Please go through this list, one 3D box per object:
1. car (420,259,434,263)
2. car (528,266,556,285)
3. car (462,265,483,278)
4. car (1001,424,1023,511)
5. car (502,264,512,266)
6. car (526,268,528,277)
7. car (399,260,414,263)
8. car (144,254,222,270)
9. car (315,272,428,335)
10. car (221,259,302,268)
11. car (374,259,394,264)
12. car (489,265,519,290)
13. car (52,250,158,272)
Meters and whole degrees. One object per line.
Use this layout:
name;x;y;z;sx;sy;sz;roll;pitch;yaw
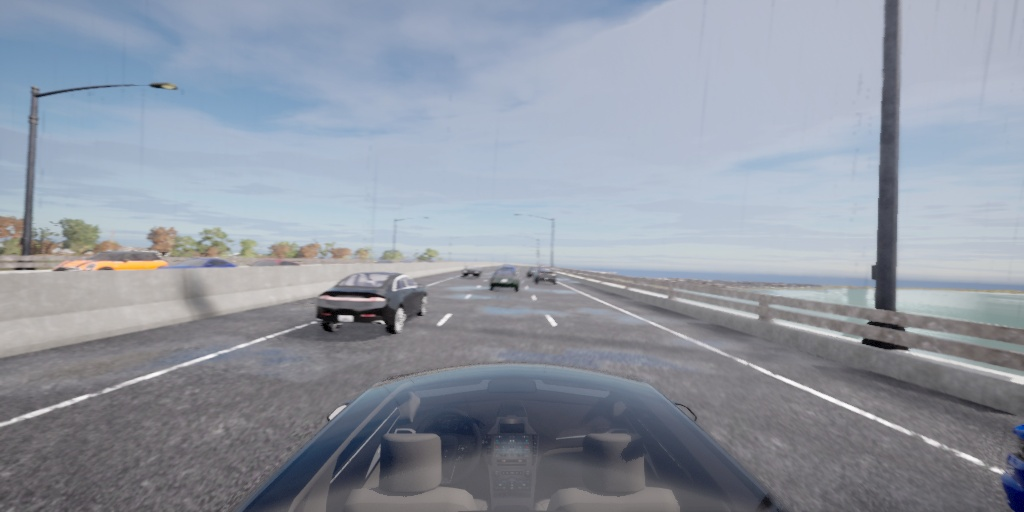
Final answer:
car;-14.716;1.350;62.240;2.097;1.767;4.553;2;-1;1
car;2.892;1.738;32.570;2.128;1.511;4.902;2;-1;0
car;-4.142;1.660;38.354;1.895;1.301;4.718;2;-1;0
car;4.598;1.387;0.498;1.882;1.535;5.008;2;-1;-2
car;-0.664;1.800;48.093;1.882;1.535;5.008;2;-1;0
car;2.809;1.958;43.719;1.994;1.385;4.181;2;-1;0
car;-18.211;1.414;62.209;2.033;1.411;5.357;2;-1;1
car;-18.144;0.829;20.988;1.812;1.442;4.674;2;-1;-1
car;-3.760;1.207;10.441;2.128;1.511;4.902;2;-1;-1
car;-14.656;0.925;21.898;1.882;1.535;5.008;2;-1;-1
car;-21.712;1.265;61.068;2.033;1.411;5.357;2;-1;1
car;-0.519;1.587;25.218;1.994;1.385;4.181;2;-1;-1
car;-21.612;0.507;19.579;2.097;1.767;4.553;2;-1;-1
